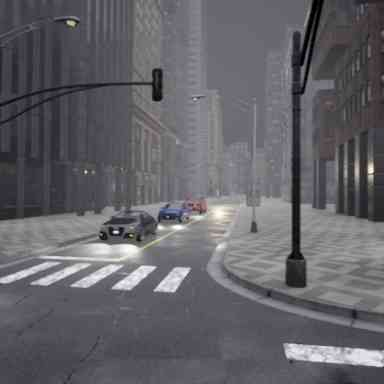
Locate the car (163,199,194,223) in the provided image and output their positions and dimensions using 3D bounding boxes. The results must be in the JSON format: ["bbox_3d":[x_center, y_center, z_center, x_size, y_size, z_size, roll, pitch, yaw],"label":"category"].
[{"bbox_3d":[-1.408,1.602,27.304,1.882,1.535,5.008,0,0,9],"label":"car"}]

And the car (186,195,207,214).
[{"bbox_3d":[0.349,1.388,37.843,2.150,2.045,5.566,0,0,10],"label":"car"}]

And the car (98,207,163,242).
[{"bbox_3d":[-3.112,1.647,17.032,1.994,1.385,4.181,0,0,10],"label":"car"}]
